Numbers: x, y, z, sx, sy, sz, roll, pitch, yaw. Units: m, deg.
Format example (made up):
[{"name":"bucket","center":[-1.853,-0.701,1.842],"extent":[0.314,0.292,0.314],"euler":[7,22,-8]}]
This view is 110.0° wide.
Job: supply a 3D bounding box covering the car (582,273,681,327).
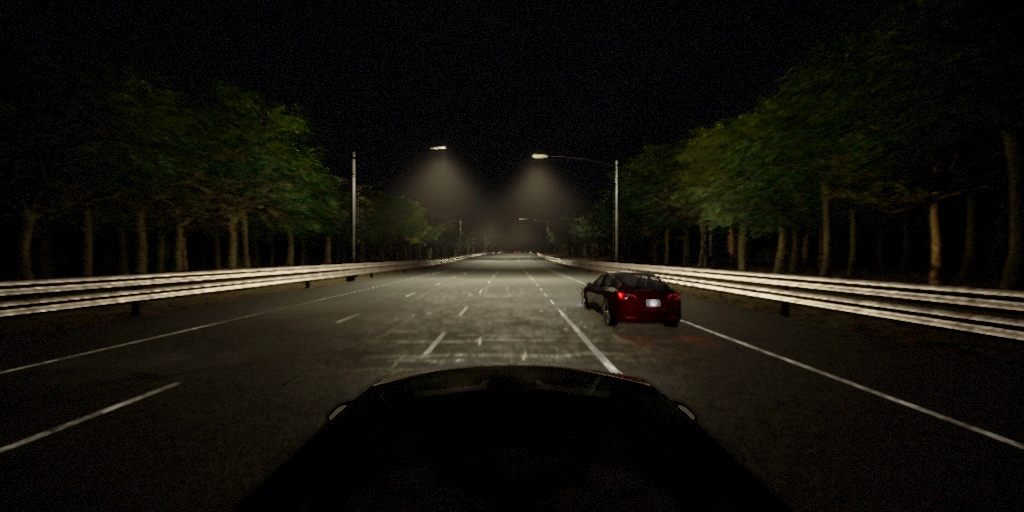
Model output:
[{"name":"car","center":[3.614,1.256,11.575],"extent":[2.163,1.488,4.792],"euler":[0,0,-1]}]
